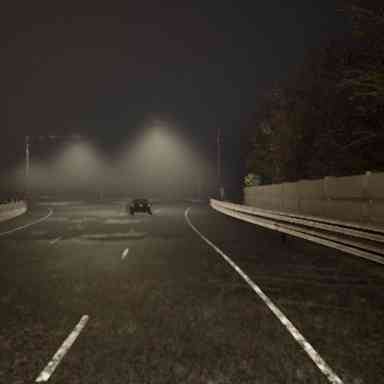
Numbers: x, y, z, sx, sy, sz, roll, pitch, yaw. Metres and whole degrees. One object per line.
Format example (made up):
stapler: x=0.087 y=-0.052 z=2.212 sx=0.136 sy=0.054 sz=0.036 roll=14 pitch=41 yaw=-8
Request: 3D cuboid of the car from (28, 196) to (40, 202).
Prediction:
car: x=-39.597 y=1.745 z=81.177 sx=4.674 sy=1.442 sz=1.812 roll=0 pitch=0 yaw=40

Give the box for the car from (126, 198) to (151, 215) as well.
car: x=-5.652 y=1.384 z=34.614 sx=2.097 sy=1.767 sz=4.553 roll=0 pitch=0 yaw=-18

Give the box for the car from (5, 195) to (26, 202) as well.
car: x=-41.462 y=1.734 z=78.152 sx=4.892 sy=1.490 sz=1.837 roll=0 pitch=0 yaw=40

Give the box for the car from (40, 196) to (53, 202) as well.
car: x=-37.040 y=1.740 z=83.574 sx=5.357 sy=1.411 sz=2.033 roll=0 pitch=0 yaw=40
